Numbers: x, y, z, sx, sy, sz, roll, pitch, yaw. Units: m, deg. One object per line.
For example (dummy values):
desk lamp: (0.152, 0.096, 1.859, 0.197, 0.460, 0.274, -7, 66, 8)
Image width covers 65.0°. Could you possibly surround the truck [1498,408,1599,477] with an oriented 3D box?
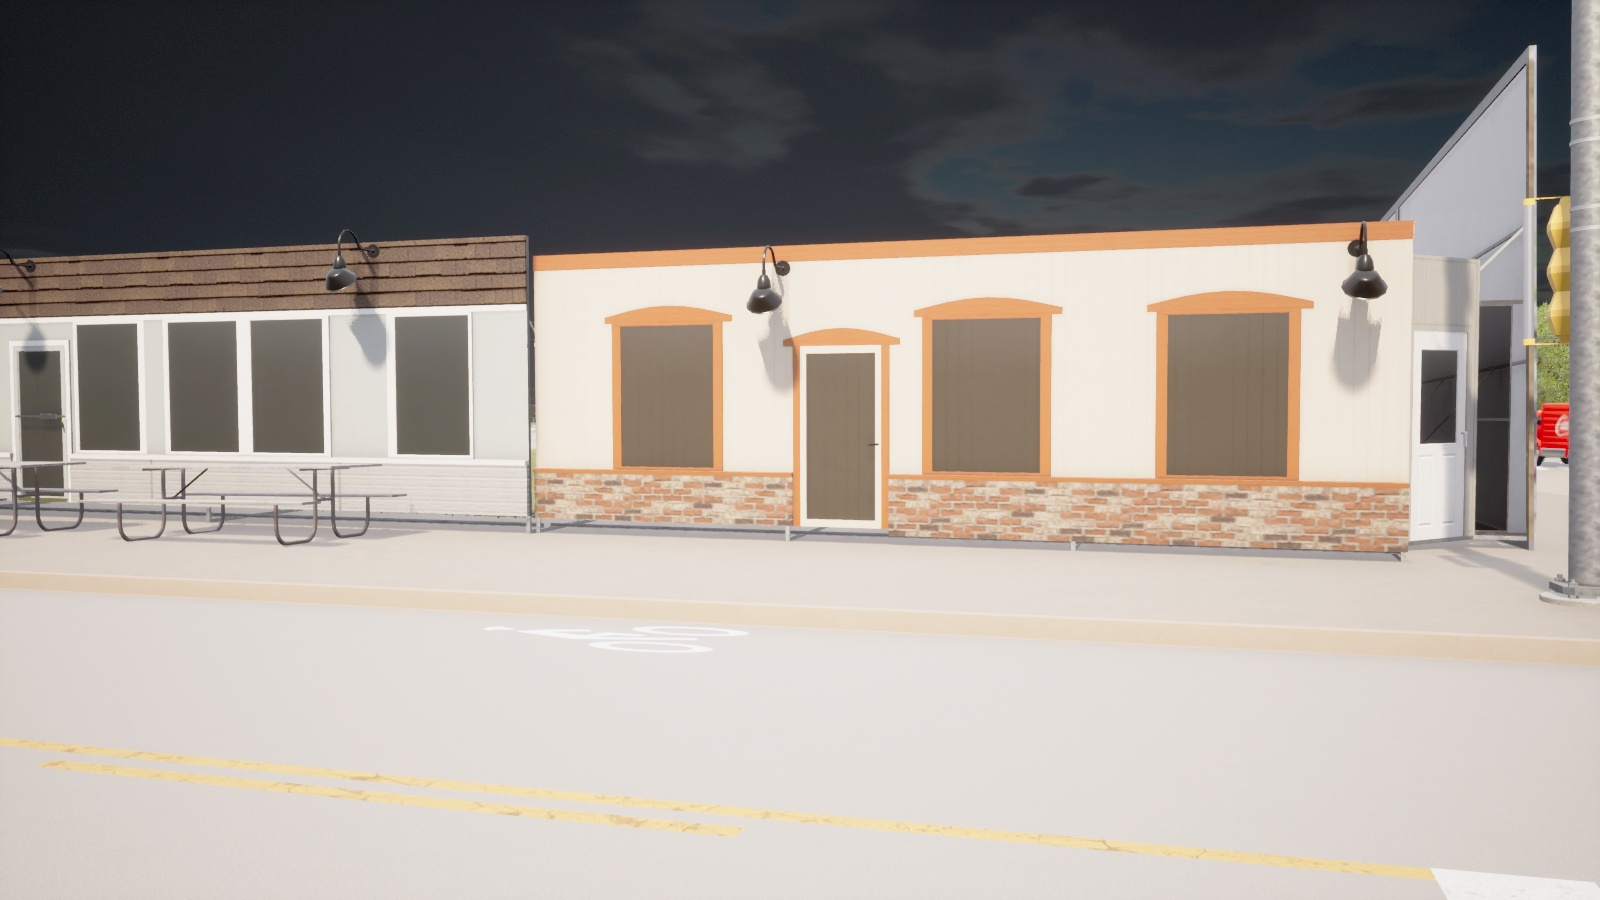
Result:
truck: (29.672, -0.339, 47.870, 2.627, 2.467, 5.204, 0, 2, -10)
